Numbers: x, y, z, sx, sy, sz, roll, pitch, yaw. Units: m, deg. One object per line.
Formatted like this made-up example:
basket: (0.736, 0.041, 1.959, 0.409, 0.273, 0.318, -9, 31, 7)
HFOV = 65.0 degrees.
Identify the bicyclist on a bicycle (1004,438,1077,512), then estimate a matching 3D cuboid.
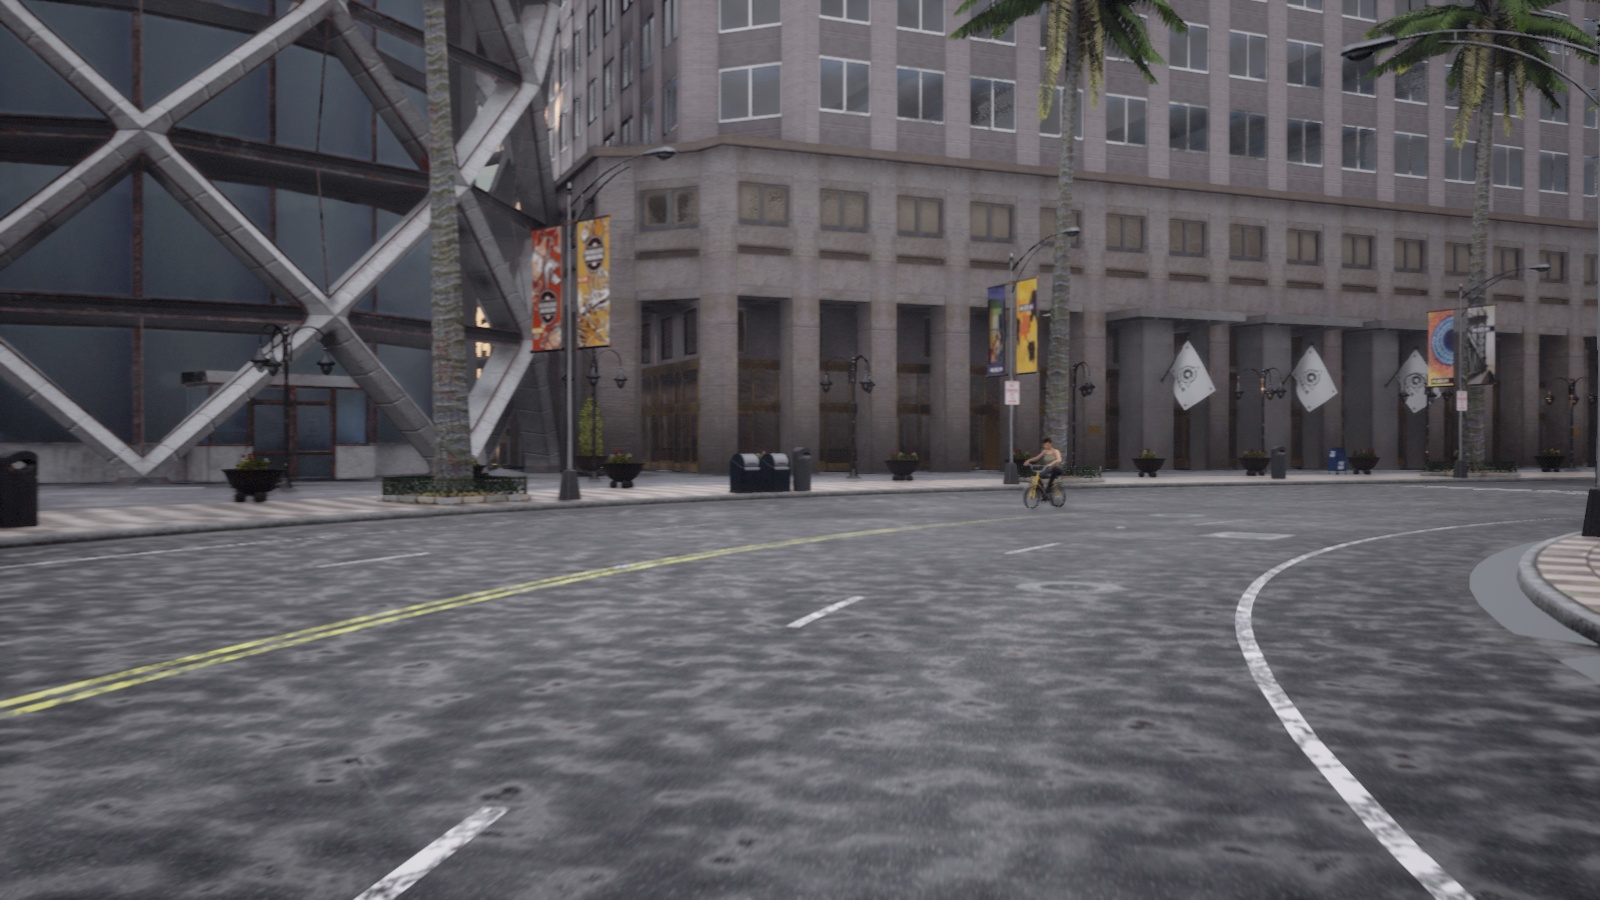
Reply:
bicyclist on a bicycle: (5.431, 0.533, 28.296, 1.509, 1.612, 0.866, 0, 1, -42)
